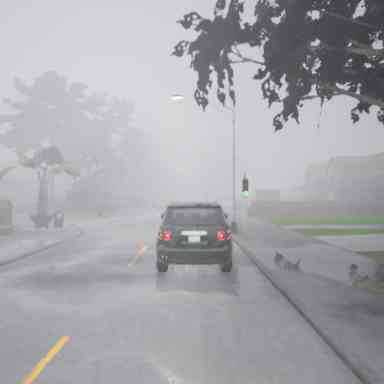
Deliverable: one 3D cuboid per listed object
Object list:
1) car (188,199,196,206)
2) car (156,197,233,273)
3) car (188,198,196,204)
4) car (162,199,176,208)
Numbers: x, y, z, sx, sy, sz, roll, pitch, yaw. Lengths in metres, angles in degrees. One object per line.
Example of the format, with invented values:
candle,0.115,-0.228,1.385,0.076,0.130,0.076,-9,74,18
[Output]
car,0.006,2.194,70.262,1.812,1.442,4.674,0,-1,0
car,0.074,1.329,11.224,2.150,2.045,5.566,0,-1,0
car,0.007,2.313,85.262,1.837,1.490,4.892,0,-1,0
car,-4.054,2.064,60.038,2.128,1.511,4.902,0,-1,0
